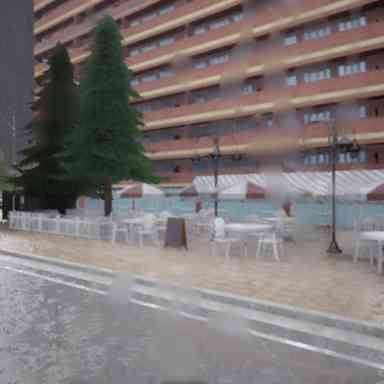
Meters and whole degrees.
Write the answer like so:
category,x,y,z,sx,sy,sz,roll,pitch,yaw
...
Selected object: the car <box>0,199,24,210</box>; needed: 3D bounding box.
category,x,y,z,sx,sy,sz,roll,pitch,yaw
car,-22.449,1.581,40.472,1.837,1.490,4.892,0,0,2
